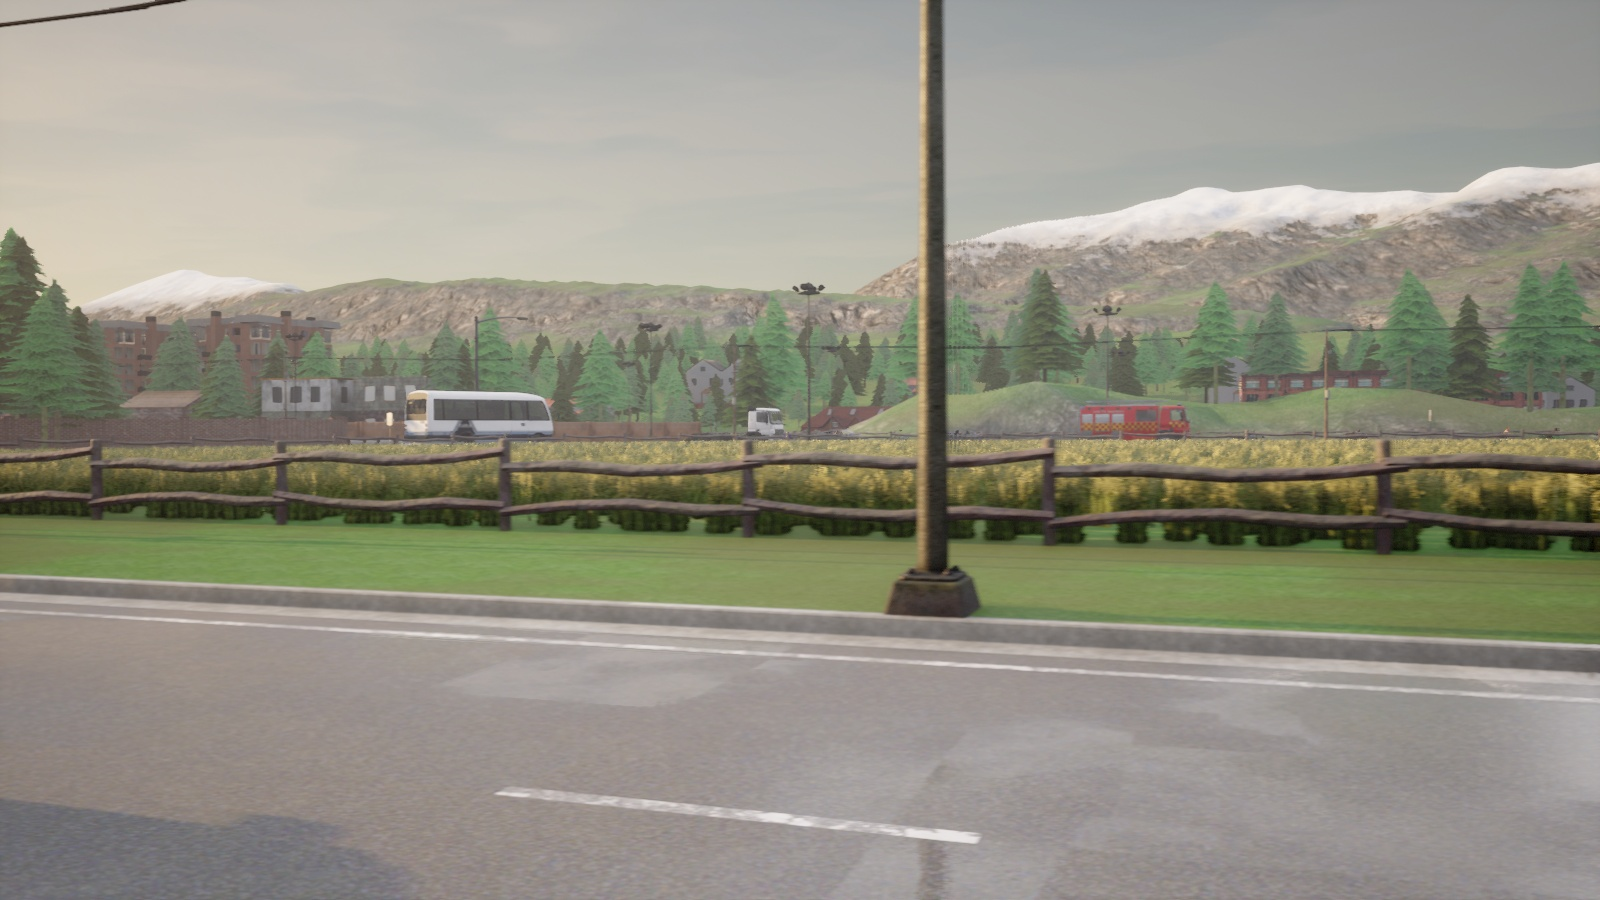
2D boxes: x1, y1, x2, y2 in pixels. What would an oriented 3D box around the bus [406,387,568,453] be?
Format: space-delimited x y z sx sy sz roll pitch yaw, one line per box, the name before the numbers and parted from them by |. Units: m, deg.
bus | -21.399 -2.015 86.472 3.944 4.253 10.273 1 1 44
